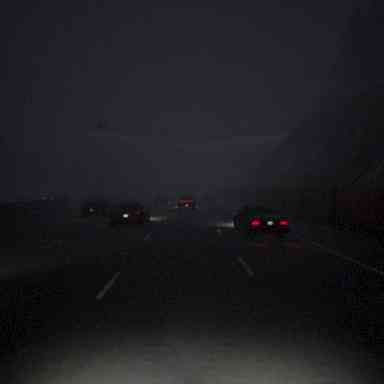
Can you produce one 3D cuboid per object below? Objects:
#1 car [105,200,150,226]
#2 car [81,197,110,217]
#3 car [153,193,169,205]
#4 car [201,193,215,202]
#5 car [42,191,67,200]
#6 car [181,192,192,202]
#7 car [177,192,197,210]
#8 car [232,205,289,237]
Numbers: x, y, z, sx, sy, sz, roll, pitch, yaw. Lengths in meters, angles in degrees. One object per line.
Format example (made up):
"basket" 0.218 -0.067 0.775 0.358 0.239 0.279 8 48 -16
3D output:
"car" -3.802 1.309 20.900 1.994 1.385 4.181 0 1 -1
"car" -7.407 1.143 26.814 1.882 1.535 5.008 0 1 -1
"car" -4.233 0.943 45.930 2.128 1.511 4.902 0 1 -1
"car" 2.624 0.880 54.108 1.837 1.490 4.892 0 0 -1
"car" -21.979 0.847 52.680 1.837 1.490 4.892 0 1 -1
"car" -0.935 0.830 57.537 1.837 1.490 4.892 0 0 -1
"car" -0.555 1.088 35.478 1.837 1.490 4.892 0 0 -1
"car" 3.277 1.360 16.730 2.033 1.411 5.357 0 1 -1
